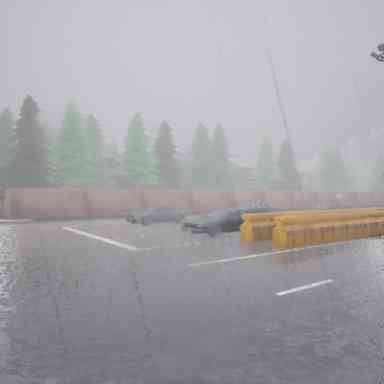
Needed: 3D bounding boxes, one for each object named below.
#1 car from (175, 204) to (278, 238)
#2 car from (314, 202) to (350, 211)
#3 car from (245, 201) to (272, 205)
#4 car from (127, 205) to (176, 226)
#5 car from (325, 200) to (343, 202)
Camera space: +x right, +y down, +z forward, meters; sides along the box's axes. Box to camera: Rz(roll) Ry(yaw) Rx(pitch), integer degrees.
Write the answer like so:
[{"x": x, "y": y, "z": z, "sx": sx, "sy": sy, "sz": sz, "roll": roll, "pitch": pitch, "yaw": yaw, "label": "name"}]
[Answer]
[{"x": 2.026, "y": 1.602, "z": 18.321, "sx": 5.357, "sy": 1.411, "sz": 2.033, "roll": 0, "pitch": 0, "yaw": -35, "label": "car"}, {"x": 10.160, "y": 1.663, "z": 24.111, "sx": 4.181, "sy": 1.385, "sz": 1.994, "roll": 0, "pitch": 0, "yaw": -35, "label": "car"}, {"x": 5.505, "y": 1.587, "z": 29.390, "sx": 4.902, "sy": 1.511, "sz": 2.128, "roll": 0, "pitch": 0, "yaw": -35, "label": "car"}, {"x": -2.501, "y": 1.616, "z": 23.688, "sx": 4.181, "sy": 1.385, "sz": 1.994, "roll": 0, "pitch": 0, "yaw": -35, "label": "car"}, {"x": 15.305, "y": 1.642, "z": 36.358, "sx": 4.902, "sy": 1.511, "sz": 2.128, "roll": 0, "pitch": 0, "yaw": -35, "label": "car"}]
